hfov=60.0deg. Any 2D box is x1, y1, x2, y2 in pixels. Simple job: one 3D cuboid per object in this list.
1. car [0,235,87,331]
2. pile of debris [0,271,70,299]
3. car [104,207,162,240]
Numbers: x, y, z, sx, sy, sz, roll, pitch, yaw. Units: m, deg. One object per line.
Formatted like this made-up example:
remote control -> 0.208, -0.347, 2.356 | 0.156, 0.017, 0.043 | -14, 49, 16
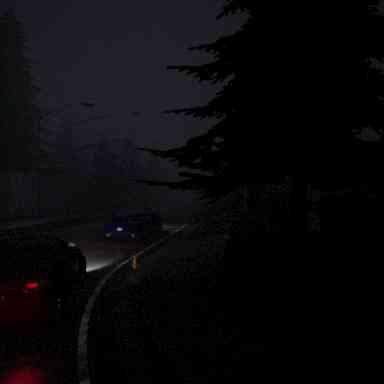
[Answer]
car -> -3.474, 1.568, 6.907 | 1.994, 1.385, 4.181 | 0, 0, -11
pile of debris -> -3.967, 2.185, 7.951 | 1.500, 0.140, 1.860 | 0, 0, -4
car -> -2.880, 1.496, 17.273 | 1.882, 1.535, 5.008 | 0, 0, 8
